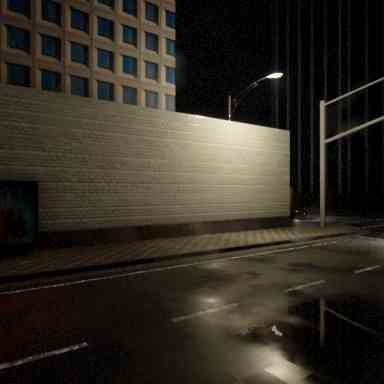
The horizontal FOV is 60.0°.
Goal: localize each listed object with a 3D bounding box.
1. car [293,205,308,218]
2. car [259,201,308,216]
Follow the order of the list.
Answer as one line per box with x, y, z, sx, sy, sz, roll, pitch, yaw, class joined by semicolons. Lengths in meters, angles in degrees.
8.123;1.581;29.977;1.812;1.442;4.674;0;0;-36;car
9.324;1.656;34.302;1.895;1.301;4.718;0;0;-36;car
